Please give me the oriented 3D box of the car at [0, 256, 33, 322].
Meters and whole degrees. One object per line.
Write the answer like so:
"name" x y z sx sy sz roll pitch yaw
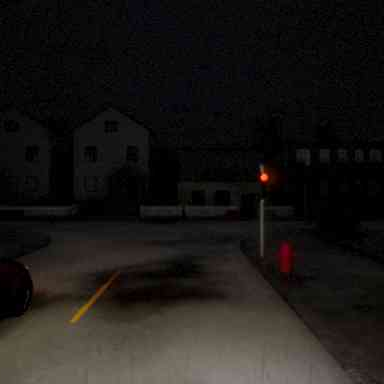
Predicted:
"car" -4.077 1.587 4.762 1.994 1.385 4.181 0 0 0
